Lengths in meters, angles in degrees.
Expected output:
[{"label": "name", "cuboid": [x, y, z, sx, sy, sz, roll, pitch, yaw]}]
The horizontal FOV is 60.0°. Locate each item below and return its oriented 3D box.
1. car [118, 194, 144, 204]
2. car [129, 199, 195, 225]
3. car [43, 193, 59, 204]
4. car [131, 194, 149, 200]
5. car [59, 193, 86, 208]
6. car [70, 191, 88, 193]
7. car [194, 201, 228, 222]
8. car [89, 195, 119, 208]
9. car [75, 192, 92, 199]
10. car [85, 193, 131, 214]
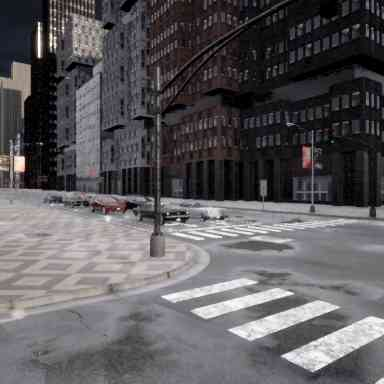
[{"label": "car", "cuboid": [-8.931, 0.974, 48.693, 1.895, 1.301, 4.718, 0, 1, -36]}, {"label": "car", "cuboid": [-2.113, 1.355, 22.158, 1.895, 1.301, 4.718, 0, 1, -36]}, {"label": "car", "cuboid": [-19.284, 0.875, 46.119, 2.033, 1.411, 5.357, 0, 1, -35]}, {"label": "car", "cuboid": [-4.996, 1.094, 31.741, 1.882, 1.535, 5.008, 0, 1, -36]}, {"label": "car", "cuboid": [-13.065, 1.087, 37.407, 1.895, 1.301, 4.718, 0, 1, -36]}, {"label": "car", "cuboid": [-16.439, 0.681, 47.723, 2.097, 1.767, 4.553, 0, 1, -36]}, {"label": "car", "cuboid": [0.485, 1.350, 24.113, 1.895, 1.301, 4.718, 0, 1, -36]}, {"label": "car", "cuboid": [-10.483, 1.082, 39.381, 1.895, 1.301, 4.718, 0, 1, -36]}, {"label": "car", "cuboid": [-21.760, 0.635, 66.539, 1.895, 1.301, 4.718, 0, 1, -36]}, {"label": "car", "cuboid": [-7.592, 1.100, 29.781, 1.882, 1.535, 5.008, 0, 1, -36]}]
